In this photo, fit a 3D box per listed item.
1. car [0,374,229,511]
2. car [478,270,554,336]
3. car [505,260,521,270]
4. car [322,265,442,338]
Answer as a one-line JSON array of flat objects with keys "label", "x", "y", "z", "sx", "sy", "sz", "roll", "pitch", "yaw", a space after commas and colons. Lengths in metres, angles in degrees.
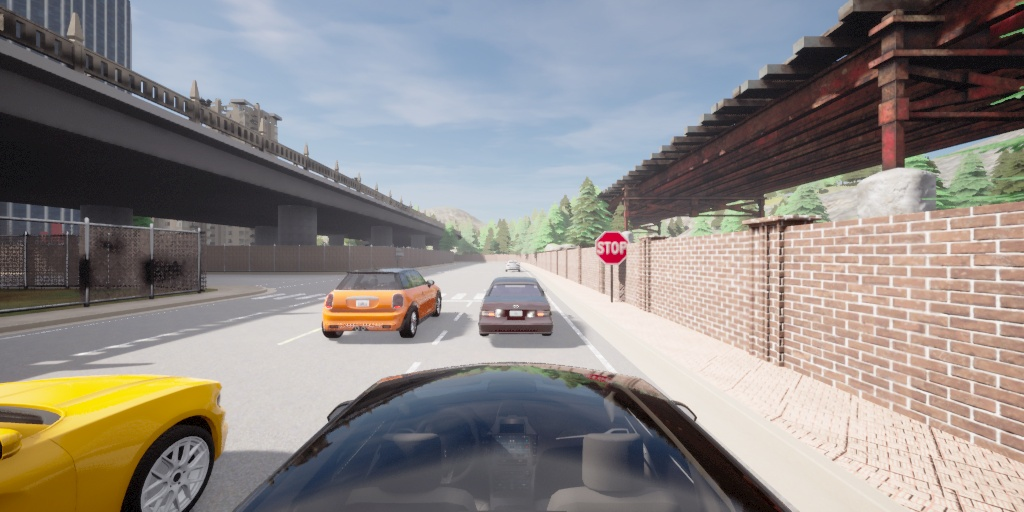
[{"label": "car", "x": -3.397, "y": 1.228, "z": 1.054, "sx": 1.882, "sy": 1.535, "sz": 5.008, "roll": 0, "pitch": 0, "yaw": 0}, {"label": "car", "x": 0.087, "y": 1.297, "z": 10.331, "sx": 2.033, "sy": 1.411, "sz": 5.357, "roll": 0, "pitch": 0, "yaw": 0}, {"label": "car", "x": 0.110, "y": 1.276, "z": 46.214, "sx": 1.812, "sy": 1.442, "sz": 4.674, "roll": 0, "pitch": 0, "yaw": -1}, {"label": "car", "x": -3.414, "y": 1.102, "z": 10.312, "sx": 2.097, "sy": 1.767, "sz": 4.553, "roll": 0, "pitch": 0, "yaw": 0}]
